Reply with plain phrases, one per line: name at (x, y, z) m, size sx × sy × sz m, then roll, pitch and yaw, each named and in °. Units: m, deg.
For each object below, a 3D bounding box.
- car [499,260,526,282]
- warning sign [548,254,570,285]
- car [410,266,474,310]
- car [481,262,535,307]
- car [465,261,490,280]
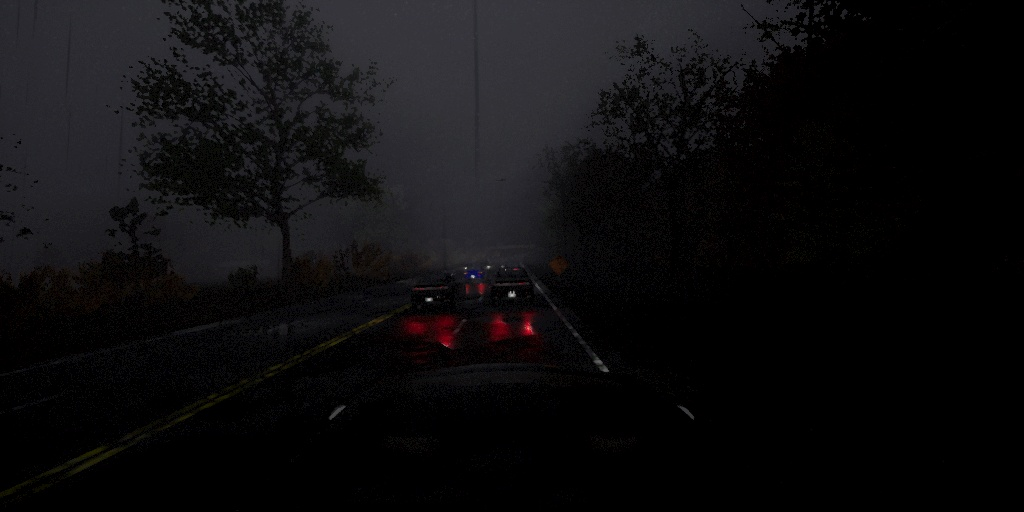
car at (0.072, 1.242, 31.441) m, size 2.128 × 1.511 × 4.902 m, roll -2°, pitch 1°, yaw 0°
warning sign at (2.890, 0.802, 21.832) m, size 1.300 × 1.860 × 1.060 m, roll 0°, pitch 0°, yaw 0°
car at (-3.250, 1.492, 16.478) m, size 2.128 × 1.511 × 4.902 m, roll -3°, pitch 0°, yaw 0°
car at (0.001, 1.266, 16.454) m, size 2.128 × 1.511 × 4.902 m, roll -2°, pitch 1°, yaw 0°
car at (-3.177, 1.506, 31.475) m, size 1.812 × 1.442 × 4.674 m, roll -3°, pitch 0°, yaw 0°
